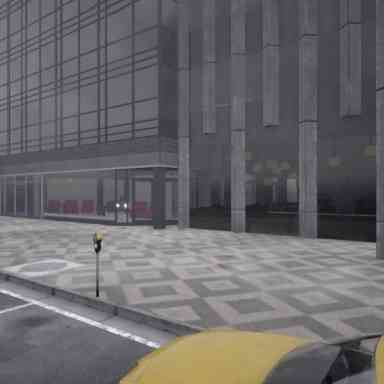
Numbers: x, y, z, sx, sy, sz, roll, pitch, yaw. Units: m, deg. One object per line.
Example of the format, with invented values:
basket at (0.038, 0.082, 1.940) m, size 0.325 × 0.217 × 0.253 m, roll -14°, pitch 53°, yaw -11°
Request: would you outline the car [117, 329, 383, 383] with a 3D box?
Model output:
car at (1.513, 1.525, 2.002) m, size 4.829 × 1.417 × 1.752 m, roll 0°, pitch 0°, yaw 36°
